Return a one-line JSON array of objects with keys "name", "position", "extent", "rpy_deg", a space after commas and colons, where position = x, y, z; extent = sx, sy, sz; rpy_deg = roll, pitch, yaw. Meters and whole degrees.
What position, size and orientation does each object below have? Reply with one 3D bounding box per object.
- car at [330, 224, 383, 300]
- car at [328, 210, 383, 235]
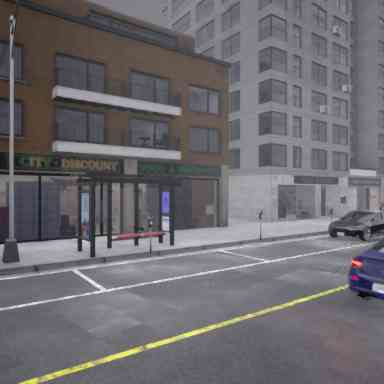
[{"name": "car", "position": [5.166, 1.526, 7.119], "extent": [4.674, 1.442, 1.812], "rpy_deg": [0, 0, -36]}, {"name": "car", "position": [8.602, 1.566, 16.530], "extent": [4.313, 1.339, 1.947], "rpy_deg": [0, 0, -36]}]
